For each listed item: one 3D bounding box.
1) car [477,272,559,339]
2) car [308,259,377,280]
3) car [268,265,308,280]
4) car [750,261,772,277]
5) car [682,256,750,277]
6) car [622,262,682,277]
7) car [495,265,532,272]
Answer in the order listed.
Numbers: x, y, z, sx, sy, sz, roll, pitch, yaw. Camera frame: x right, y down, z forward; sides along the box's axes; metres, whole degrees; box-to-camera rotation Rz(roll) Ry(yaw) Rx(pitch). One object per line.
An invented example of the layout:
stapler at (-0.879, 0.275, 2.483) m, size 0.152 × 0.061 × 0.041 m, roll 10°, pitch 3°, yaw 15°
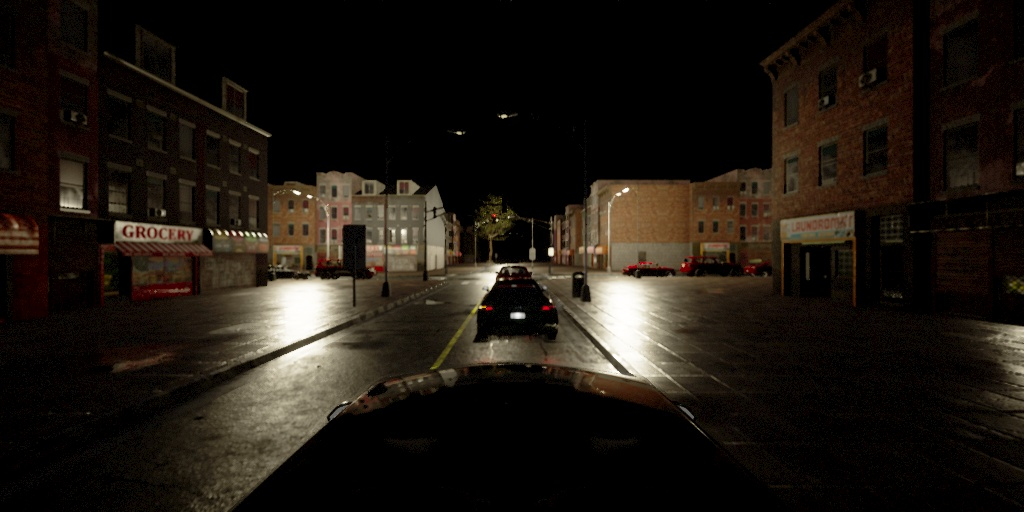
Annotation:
car at (0.104, 1.316, 10.067) m, size 1.994 × 1.385 × 4.181 m, roll 0°, pitch 0°, yaw -1°
car at (-14.470, 1.181, 31.266) m, size 5.009 × 1.841 × 2.192 m, roll 0°, pitch 0°, yaw 0°
car at (-19.896, 1.474, 31.255) m, size 4.313 × 1.339 × 1.948 m, roll 0°, pitch 0°, yaw 0°
car at (22.806, 1.144, 31.346) m, size 4.507 × 1.381 × 1.888 m, roll 0°, pitch 0°, yaw 0°
car at (17.372, 0.950, 31.335) m, size 5.009 × 1.841 × 2.192 m, roll 0°, pitch 0°, yaw 0°
car at (11.939, 1.219, 31.323) m, size 4.507 × 1.381 × 1.888 m, roll 0°, pitch 0°, yaw 0°
car at (0.095, 1.237, 19.204) m, size 1.882 × 1.535 × 5.008 m, roll 0°, pitch 0°, yaw 0°
